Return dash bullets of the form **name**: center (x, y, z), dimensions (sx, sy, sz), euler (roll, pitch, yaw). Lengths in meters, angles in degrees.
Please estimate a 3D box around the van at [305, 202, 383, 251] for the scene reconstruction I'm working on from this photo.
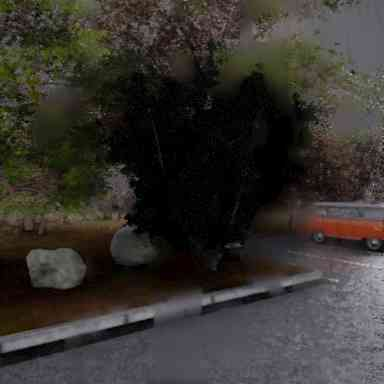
- **van**: center (7.417, 1.502, 15.501), dimensions (1.878, 1.987, 4.442), euler (2, -1, -36)
